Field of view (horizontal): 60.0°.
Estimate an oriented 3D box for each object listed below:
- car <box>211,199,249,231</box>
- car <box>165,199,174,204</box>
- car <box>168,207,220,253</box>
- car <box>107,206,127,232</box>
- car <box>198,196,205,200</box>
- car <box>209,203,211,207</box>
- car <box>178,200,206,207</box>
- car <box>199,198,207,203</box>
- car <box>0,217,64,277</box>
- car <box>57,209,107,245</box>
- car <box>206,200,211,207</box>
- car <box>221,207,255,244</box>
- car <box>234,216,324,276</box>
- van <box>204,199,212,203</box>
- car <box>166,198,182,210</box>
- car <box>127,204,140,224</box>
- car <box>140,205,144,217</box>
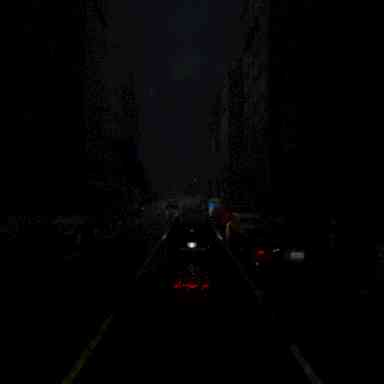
[{"bbox_3d":[2.675,1.520,21.862,2.192,1.841,5.009,1,-1,0],"label":"car"},{"bbox_3d":[-5.542,2.339,82.318,1.802,1.307,4.206,1,-1,1],"label":"car"},{"bbox_3d":[0.002,1.643,14.297,1.837,1.490,4.892,0,0,0],"label":"car"},{"bbox_3d":[-5.852,1.771,21.863,1.947,1.339,4.313,1,-1,0],"label":"car"},{"bbox_3d":[2.983,2.321,82.214,1.947,1.339,4.313,1,-1,1],"label":"car"},{"bbox_3d":[2.673,1.840,27.532,1.802,1.307,4.206,1,-1,0],"label":"car"},{"bbox_3d":[0.002,1.754,29.486,1.882,1.535,5.008,0,0,0],"label":"car"},{"bbox_3d":[3.123,2.405,93.274,2.008,1.369,4.403,1,-1,1],"label":"car"},{"bbox_3d":[-5.852,1.681,10.517,1.802,1.307,4.206,1,-1,0],"label":"car"},{"bbox_3d":[-5.852,1.703,16.190,2.008,1.369,4.403,1,-1,0],"label":"car"},{"bbox_3d":[2.673,1.837,33.376,1.752,1.417,4.829,1,-1,0],"label":"car"},{"bbox_3d":[2.674,1.679,16.356,1.752,1.417,4.829,1,-1,0],"label":"car"},{"bbox_3d":[2.674,1.665,10.512,1.947,1.339,4.313,1,-1,0],"label":"car"},{"bbox_3d":[2.675,1.703,38.881,1.690,1.788,3.998,1,-1,0],"label":"van"},{"bbox_3d":[-3.006,2.079,51.633,1.895,1.301,4.718,0,-1,0],"label":"car"},{"bbox_3d":[-5.853,1.824,27.535,1.947,1.339,4.313,1,-1,0],"label":"car"},{"bbox_3d":[-5.853,1.855,33.208,1.887,1.381,4.507,1,-1,0],"label":"car"}]
